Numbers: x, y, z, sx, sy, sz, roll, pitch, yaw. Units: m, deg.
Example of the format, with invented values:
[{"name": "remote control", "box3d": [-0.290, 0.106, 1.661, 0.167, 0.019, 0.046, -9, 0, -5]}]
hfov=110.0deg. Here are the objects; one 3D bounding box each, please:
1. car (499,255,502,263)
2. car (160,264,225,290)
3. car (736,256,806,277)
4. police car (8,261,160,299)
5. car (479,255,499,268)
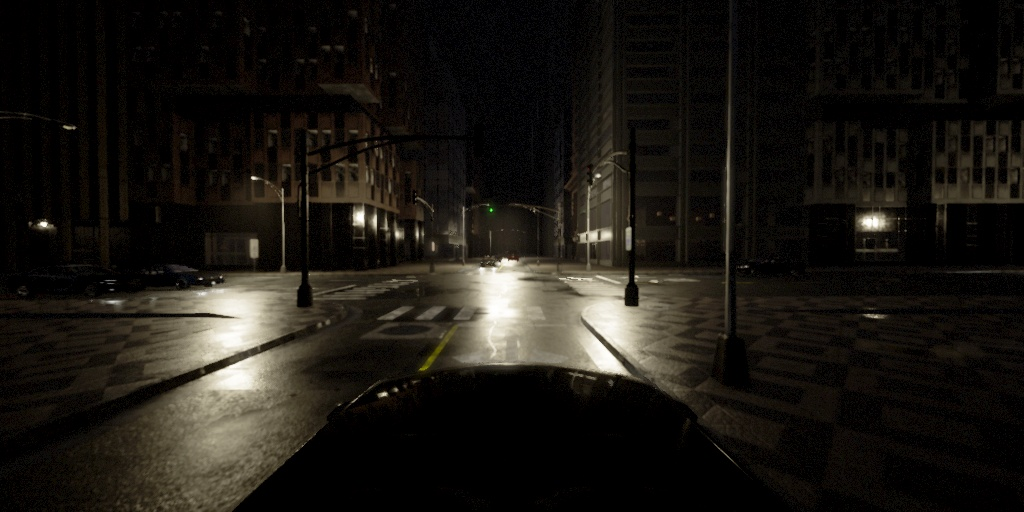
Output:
[{"name": "car", "box3d": [-2.815, 0.470, 63.290, 2.033, 1.411, 5.357, 0, 1, 1]}, {"name": "car", "box3d": [-19.481, 1.146, 20.218, 5.357, 1.411, 2.033, 0, 1, 0]}, {"name": "car", "box3d": [19.016, 0.758, 26.699, 4.902, 1.511, 2.128, 0, 1, 0]}, {"name": "police car", "box3d": [-20.473, 1.081, 17.073, 5.238, 1.638, 1.930, 0, 1, 0]}, {"name": "car", "box3d": [-2.955, 0.665, 45.172, 1.837, 1.490, 4.892, 0, 1, 1]}]
